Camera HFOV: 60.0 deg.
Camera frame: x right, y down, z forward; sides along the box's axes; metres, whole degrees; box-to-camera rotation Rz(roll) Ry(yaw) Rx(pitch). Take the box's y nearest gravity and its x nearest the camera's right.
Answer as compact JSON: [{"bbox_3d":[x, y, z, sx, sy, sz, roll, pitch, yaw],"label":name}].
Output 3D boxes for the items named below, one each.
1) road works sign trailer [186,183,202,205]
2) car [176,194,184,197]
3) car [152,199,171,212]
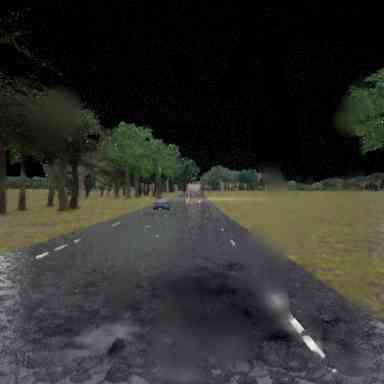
[{"bbox_3d":[0.305,0.259,56.017,2.380,3.560,2.880,0,1,1],"label":"road works sign trailer"},{"bbox_3d":[-2.871,0.734,79.883,1.994,1.385,4.181,0,1,1],"label":"car"},{"bbox_3d":[-3.447,1.466,38.744,2.033,1.411,5.357,0,0,1],"label":"car"}]
